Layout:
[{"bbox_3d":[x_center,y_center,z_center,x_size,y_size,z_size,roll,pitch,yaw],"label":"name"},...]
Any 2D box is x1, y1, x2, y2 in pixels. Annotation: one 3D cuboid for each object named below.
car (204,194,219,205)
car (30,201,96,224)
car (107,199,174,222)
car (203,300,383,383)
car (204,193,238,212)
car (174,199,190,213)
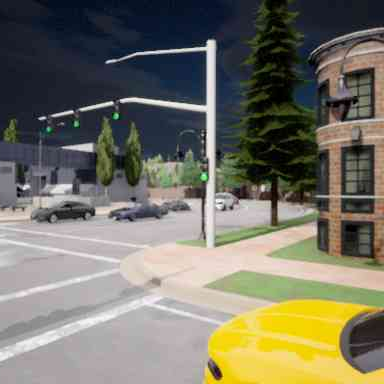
[{"bbox_3d":[3.271,1.262,57.134,2.097,1.767,4.553,0,0,-2],"label":"car"},{"bbox_3d":[-9.448,1.441,24.702,1.837,1.490,4.892,0,0,35],"label":"car"},{"bbox_3d":[-4.064,1.494,26.243,2.033,1.411,5.357,0,0,35],"label":"car"},{"bbox_3d":[2.393,1.480,2.261,5.008,1.535,1.882,0,0,36],"label":"car"},{"bbox_3d":[3.319,1.156,38.736,2.150,2.045,5.566,0,1,23],"label":"car"},{"bbox_3d":[-1.920,1.499,36.128,1.994,1.385,4.181,0,0,28],"label":"car"}]
